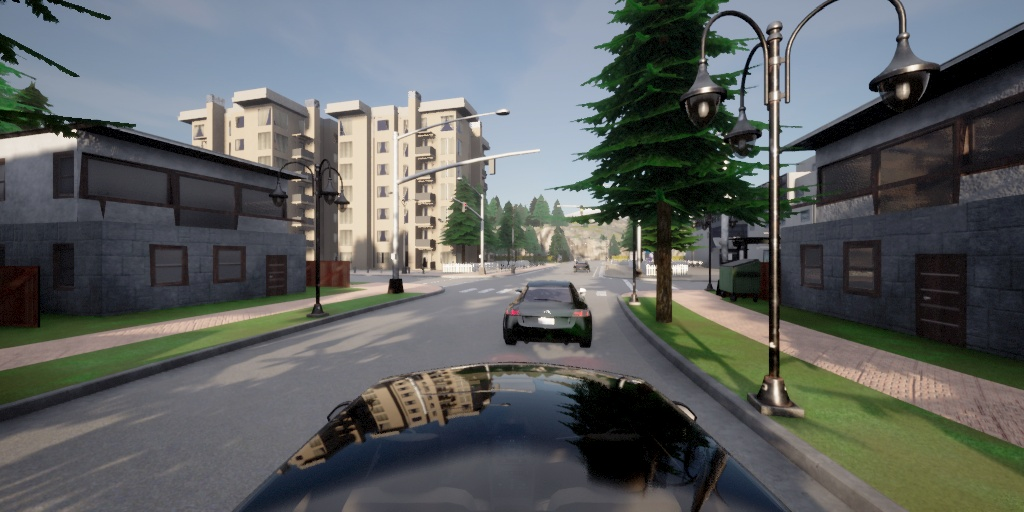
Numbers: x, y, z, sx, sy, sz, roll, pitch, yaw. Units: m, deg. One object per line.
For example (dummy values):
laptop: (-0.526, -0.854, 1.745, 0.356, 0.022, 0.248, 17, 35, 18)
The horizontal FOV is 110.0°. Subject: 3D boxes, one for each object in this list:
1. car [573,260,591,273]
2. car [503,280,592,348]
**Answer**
car: (8.753, 1.276, 44.911, 2.128, 1.511, 4.902, 0, 0, 14)
car: (0.999, 1.314, 9.370, 1.994, 1.385, 4.181, 0, 0, 8)
